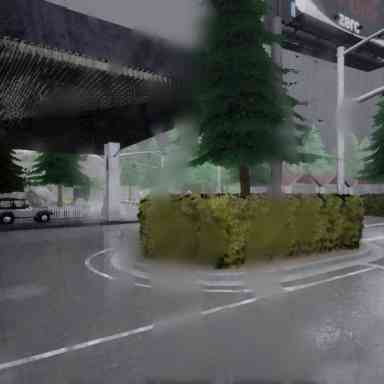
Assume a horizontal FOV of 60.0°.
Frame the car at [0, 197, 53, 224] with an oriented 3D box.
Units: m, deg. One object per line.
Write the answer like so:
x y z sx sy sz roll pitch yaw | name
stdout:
-11.994 1.313 23.455 3.866 1.878 1.905 0 0 -36 | car
